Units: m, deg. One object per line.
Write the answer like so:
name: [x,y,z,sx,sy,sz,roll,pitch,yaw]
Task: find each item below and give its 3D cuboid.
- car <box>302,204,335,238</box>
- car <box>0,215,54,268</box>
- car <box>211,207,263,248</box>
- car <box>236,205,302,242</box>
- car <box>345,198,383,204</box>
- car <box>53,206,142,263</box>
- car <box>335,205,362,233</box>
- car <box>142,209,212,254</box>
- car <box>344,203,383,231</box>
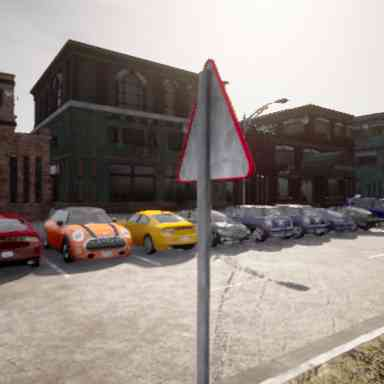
car: [5.141,1.491,18.642,2.185,1.767,4.553,1,0,-35]
car: [-6.191,1.460,10.600,2.097,1.535,5.008,1,0,-35]
car: [0.592,1.553,15.446,2.231,1.521,4.892,1,0,-35]
car: [2.877,1.457,17.028,2.185,1.767,4.553,1,0,-35]
car: [14.194,1.508,25.095,2.435,2.045,5.566,1,-1,-35]
car: [-3.948,1.365,12.243,2.185,1.767,4.553,1,0,-35]
car: [7.386,1.691,20.276,2.002,1.452,4.674,1,0,-35]
car: [-1.664,1.521,13.827,2.097,1.535,5.008,1,0,-36]
car: [9.651,1.687,21.886,2.231,1.521,4.892,1,-1,-35]
